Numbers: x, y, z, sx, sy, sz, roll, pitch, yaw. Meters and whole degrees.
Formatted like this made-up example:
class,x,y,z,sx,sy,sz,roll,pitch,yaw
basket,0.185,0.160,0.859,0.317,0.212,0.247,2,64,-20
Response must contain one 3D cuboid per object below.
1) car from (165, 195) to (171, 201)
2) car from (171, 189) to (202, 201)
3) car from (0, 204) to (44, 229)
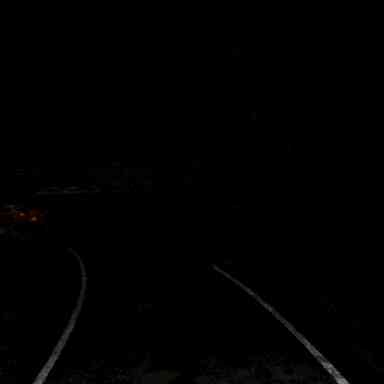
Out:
class,x,y,z,sx,sy,sz,roll,pitch,yaw
car,-2.991,0.878,63.066,4.902,1.511,2.128,-2,1,-43
car,-0.594,0.556,60.526,5.566,2.045,2.150,-2,1,-43
car,-12.208,1.604,22.497,5.008,1.535,1.882,-1,0,31
